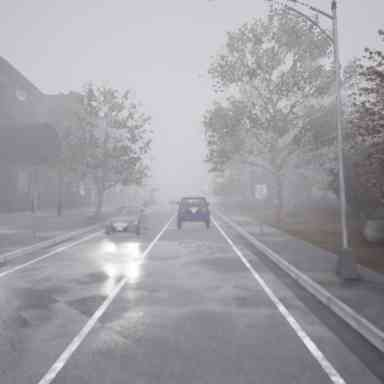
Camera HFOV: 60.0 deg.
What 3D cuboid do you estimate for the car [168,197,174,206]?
[{"bbox_3d":[-3.248,1.704,60.867,1.882,1.535,5.008,0,0,3],"label":"car"}]

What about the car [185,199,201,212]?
[{"bbox_3d":[0.117,1.628,41.862,1.882,1.535,5.008,0,0,0],"label":"car"}]

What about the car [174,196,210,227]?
[{"bbox_3d":[0.110,1.306,23.522,2.150,2.045,5.566,0,0,0],"label":"car"}]

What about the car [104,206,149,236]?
[{"bbox_3d":[-3.590,1.559,18.972,2.128,1.511,4.902,0,0,0],"label":"car"}]
